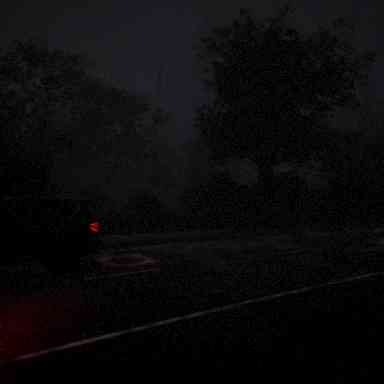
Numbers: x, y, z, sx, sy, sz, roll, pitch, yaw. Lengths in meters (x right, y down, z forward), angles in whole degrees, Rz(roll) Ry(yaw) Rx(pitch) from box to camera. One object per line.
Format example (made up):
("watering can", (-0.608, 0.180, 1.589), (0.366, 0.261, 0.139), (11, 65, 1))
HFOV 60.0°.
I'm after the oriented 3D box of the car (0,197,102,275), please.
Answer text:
("car", (-5.233, 1.149, 8.758), (5.566, 2.045, 2.150), (0, 0, -35))
